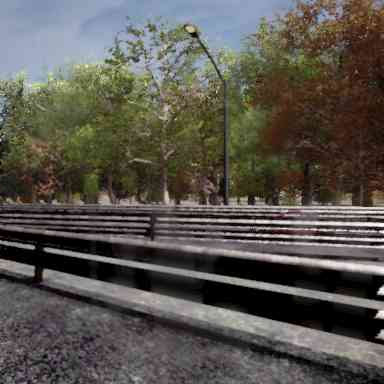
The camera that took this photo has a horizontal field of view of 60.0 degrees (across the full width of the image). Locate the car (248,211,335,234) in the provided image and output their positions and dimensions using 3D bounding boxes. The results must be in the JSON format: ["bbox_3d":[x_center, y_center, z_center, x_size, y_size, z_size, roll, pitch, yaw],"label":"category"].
[{"bbox_3d":[4.938,1.653,16.773,4.181,1.385,1.994,0,0,20],"label":"car"}]
